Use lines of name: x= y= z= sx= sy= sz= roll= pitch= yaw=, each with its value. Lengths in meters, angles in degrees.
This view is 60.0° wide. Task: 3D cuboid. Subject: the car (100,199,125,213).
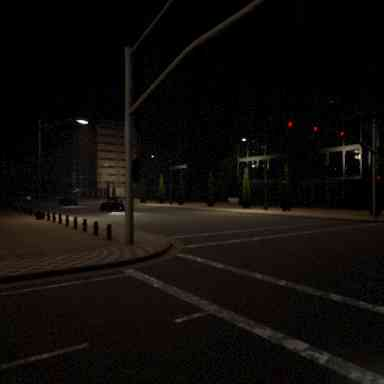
car: x=-8.560 y=1.505 z=36.338 sx=1.994 sy=1.385 sz=4.181 roll=0 pitch=0 yaw=-35

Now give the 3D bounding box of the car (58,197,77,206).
car: x=-19.716 y=1.519 z=52.580 sx=2.033 sy=1.411 sz=5.357 roll=0 pitch=0 yaw=-35
